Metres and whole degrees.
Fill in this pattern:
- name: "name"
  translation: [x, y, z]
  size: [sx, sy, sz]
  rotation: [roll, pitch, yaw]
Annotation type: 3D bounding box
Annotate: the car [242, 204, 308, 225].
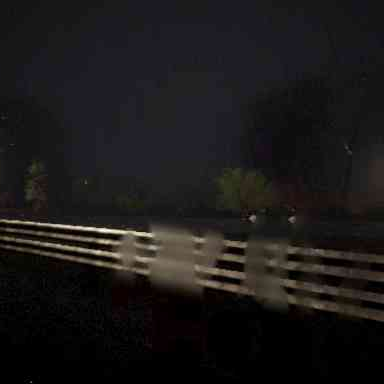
- name: "car"
  translation: [6.336, 1.698, 25.693]
  size: [4.892, 1.490, 1.837]
  rotation: [0, 0, 15]
